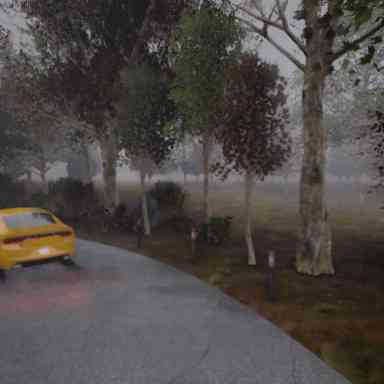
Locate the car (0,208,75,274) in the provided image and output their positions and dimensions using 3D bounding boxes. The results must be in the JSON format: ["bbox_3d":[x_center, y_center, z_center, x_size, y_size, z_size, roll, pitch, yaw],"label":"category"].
[{"bbox_3d":[-5.201,1.214,9.947,1.882,1.535,5.008,-4,4,-41],"label":"car"}]
